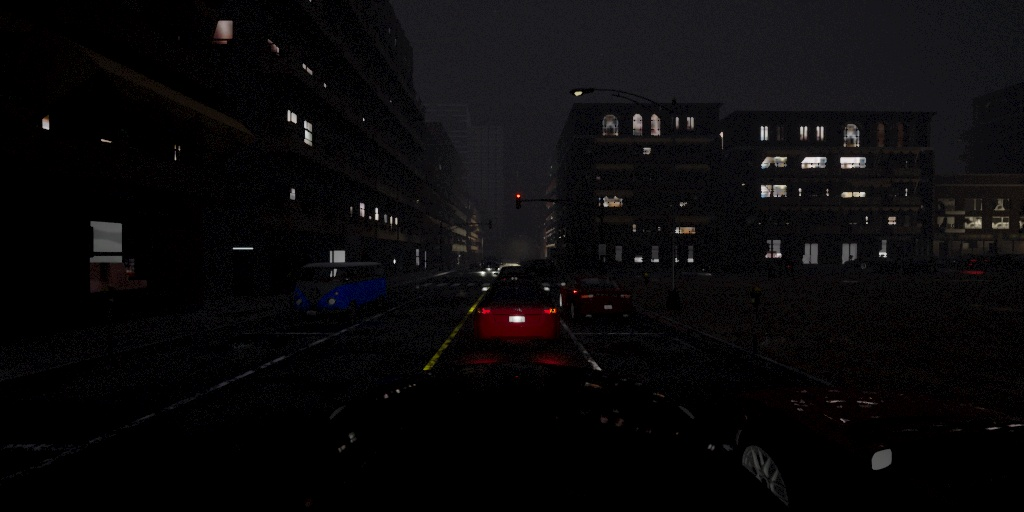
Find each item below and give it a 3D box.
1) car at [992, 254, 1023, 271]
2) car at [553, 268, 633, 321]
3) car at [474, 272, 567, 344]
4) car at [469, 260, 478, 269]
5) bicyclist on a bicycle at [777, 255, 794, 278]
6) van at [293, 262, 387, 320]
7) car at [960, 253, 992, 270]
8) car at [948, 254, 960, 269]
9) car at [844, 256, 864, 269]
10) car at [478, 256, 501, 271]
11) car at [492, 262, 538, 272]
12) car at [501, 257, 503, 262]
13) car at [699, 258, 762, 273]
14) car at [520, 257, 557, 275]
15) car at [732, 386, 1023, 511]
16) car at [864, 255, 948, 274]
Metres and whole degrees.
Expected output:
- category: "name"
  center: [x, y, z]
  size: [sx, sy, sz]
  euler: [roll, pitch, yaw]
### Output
- category: "car"
  center: [43.637, 0.629, 29.826]
  size: [4.403, 1.370, 2.007]
  euler: [0, 0, -1]
- category: "car"
  center: [2.697, 1.295, 12.255]
  size: [1.888, 1.381, 4.507]
  euler: [0, 0, 0]
- category: "car"
  center: [0.107, 1.314, 9.645]
  size: [1.994, 1.385, 4.181]
  euler: [0, 0, 0]
- category: "car"
  center: [-5.648, 1.318, 55.738]
  size: [2.007, 1.370, 4.403]
  euler: [0, 0, 0]
- category: "bicyclist on a bicycle"
  center: [20.264, 0.770, 26.562]
  size: [0.582, 1.620, 1.656]
  euler: [-1, 0, -1]
- category: "van"
  center: [-5.684, 1.091, 12.262]
  size: [1.690, 1.789, 3.998]
  euler: [0, 0, 0]
- category: "car"
  center: [44.419, 0.550, 32.476]
  size: [4.892, 1.490, 1.837]
  euler: [-1, 0, 0]
- category: "car"
  center: [44.969, 0.502, 35.570]
  size: [4.902, 1.511, 2.128]
  euler: [-1, 0, 0]
- category: "car"
  center: [37.957, 0.664, 38.132]
  size: [4.313, 1.339, 1.948]
  euler: [0, 0, -1]
- category: "car"
  center: [-3.048, 0.984, 49.743]
  size: [2.150, 2.045, 5.566]
  euler: [0, 0, 0]
- category: "car"
  center: [0.113, 1.256, 18.517]
  size: [1.837, 1.490, 4.892]
  euler: [0, 0, 0]
- category: "car"
  center: [-3.027, 1.298, 60.852]
  size: [1.812, 1.442, 4.674]
  euler: [0, 0, 1]
- category: "car"
  center: [21.492, 0.925, 35.320]
  size: [5.357, 1.411, 2.033]
  euler: [-1, 0, -1]
- category: "car"
  center: [1.877, 1.110, 32.379]
  size: [4.553, 1.767, 2.097]
  euler: [0, 0, -30]
- category: "car"
  center: [2.688, 1.295, 1.203]
  size: [1.888, 1.381, 4.507]
  euler: [0, 0, 0]
- category: "car"
  center: [32.499, 0.803, 29.679]
  size: [4.403, 1.370, 2.007]
  euler: [0, 0, -1]
